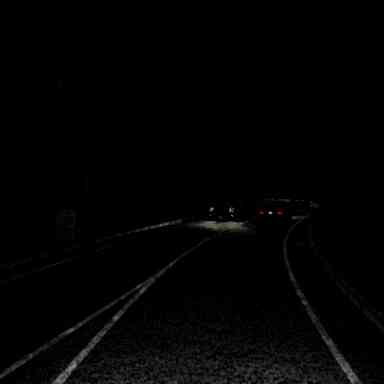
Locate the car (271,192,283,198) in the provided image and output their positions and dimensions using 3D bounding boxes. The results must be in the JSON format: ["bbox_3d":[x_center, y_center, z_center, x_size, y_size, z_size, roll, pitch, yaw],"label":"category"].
[{"bbox_3d":[16.548,0.682,64.985,1.882,1.535,5.008,0,2,9],"label":"car"}]

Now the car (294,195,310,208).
[{"bbox_3d":[13.476,1.165,41.098,2.128,1.511,4.902,0,1,22],"label":"car"}]

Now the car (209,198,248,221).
[{"bbox_3d":[2.947,1.271,26.371,2.097,1.767,4.553,0,0,23],"label":"car"}]

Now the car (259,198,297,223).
[{"bbox_3d":[6.306,1.442,24.821,2.033,1.411,5.357,0,0,23],"label":"car"}]
